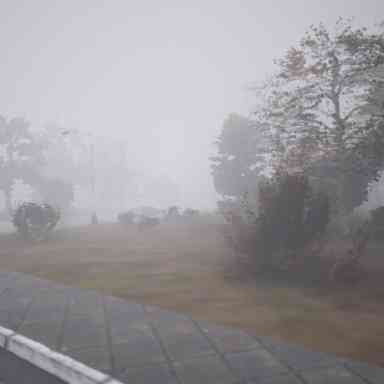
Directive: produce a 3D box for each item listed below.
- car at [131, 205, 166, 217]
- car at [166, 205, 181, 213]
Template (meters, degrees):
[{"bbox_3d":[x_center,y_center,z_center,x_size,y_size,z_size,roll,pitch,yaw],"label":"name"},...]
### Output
[{"bbox_3d":[-5.229,2.185,36.976,1.994,1.385,4.181,-3,-2,32],"label":"car"},{"bbox_3d":[-3.759,2.644,52.569,1.895,1.301,4.718,-3,-2,32],"label":"car"}]
